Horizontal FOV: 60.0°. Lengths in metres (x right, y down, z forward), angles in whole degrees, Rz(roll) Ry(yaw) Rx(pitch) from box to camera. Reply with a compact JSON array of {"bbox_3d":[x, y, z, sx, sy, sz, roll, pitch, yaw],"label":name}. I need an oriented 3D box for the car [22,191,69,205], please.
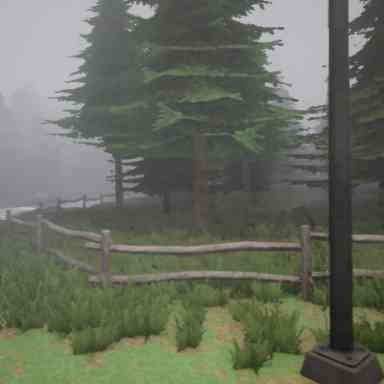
[{"bbox_3d":[-14.494,0.649,33.291,2.033,1.411,5.357,-1,2,11],"label":"car"}]
